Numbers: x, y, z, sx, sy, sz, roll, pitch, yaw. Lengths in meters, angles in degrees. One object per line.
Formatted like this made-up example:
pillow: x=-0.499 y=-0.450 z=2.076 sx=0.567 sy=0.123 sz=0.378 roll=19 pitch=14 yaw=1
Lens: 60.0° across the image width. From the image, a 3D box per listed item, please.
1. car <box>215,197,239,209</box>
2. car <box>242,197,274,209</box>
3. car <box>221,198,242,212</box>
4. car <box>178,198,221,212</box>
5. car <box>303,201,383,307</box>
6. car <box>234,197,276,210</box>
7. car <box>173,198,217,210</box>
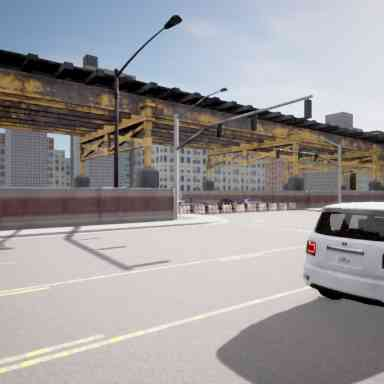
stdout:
car: x=4.181 y=1.295 z=39.299 sx=1.853 sy=1.218 sz=4.536 roll=0 pitch=0 yaw=18
car: x=8.033 y=1.295 z=42.993 sx=4.536 sy=1.218 sz=1.853 roll=0 pitch=0 yaw=-7
car: x=4.166 y=1.453 z=39.249 sx=2.038 sy=1.542 sz=4.974 roll=0 pitch=0 yaw=18
car: x=0.414 y=1.453 z=36.573 sx=4.974 sy=1.542 sz=2.038 roll=0 pitch=0 yaw=8
car: x=4.766 y=1.221 z=7.157 sx=5.566 sy=2.045 sz=2.150 roll=0 pitch=0 yaw=-35
car: x=8.085 y=1.453 z=43.000 sx=4.974 sy=1.542 sz=2.038 roll=0 pitch=0 yaw=-7
car: x=0.363 y=1.295 z=36.580 sx=4.536 sy=1.218 sz=1.853 roll=0 pitch=0 yaw=8
